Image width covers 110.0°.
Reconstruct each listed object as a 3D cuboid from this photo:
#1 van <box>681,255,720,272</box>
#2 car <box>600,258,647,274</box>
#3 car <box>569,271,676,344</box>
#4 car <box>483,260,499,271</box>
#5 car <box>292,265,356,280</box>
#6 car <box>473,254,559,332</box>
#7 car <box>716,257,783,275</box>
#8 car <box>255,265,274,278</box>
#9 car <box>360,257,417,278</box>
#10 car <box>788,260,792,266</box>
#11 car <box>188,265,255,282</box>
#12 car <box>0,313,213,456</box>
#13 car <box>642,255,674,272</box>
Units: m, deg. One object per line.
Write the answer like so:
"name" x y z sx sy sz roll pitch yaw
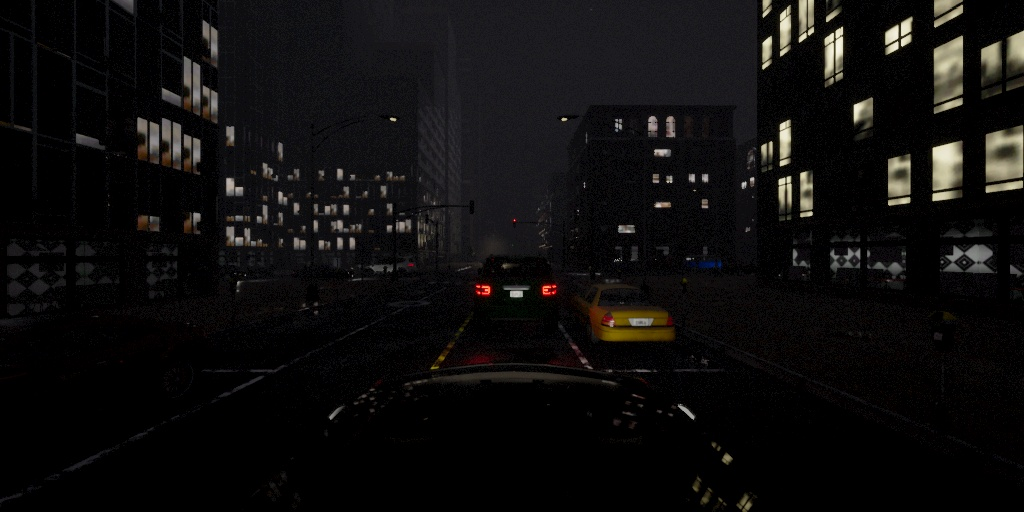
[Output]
"van" 20.959 0.800 39.703 3.998 1.789 1.690 0 0 -1
"car" 11.313 1.149 37.256 4.181 1.385 1.994 -1 0 2
"car" 2.561 1.275 9.429 1.751 1.417 4.829 0 0 0
"car" -2.861 1.299 50.632 2.033 1.411 5.357 0 0 -1
"car" -17.707 1.515 33.824 5.357 1.411 2.033 -1 0 -1
"car" 0.094 0.971 10.983 2.150 2.045 5.566 0 0 0
"car" 21.071 1.019 31.823 4.507 1.381 1.888 0 0 -1
"car" -28.422 1.648 39.064 4.403 1.370 2.007 0 0 -1
"car" -12.633 1.115 36.843 5.566 2.045 2.150 -1 0 -1
"car" 27.172 0.935 37.300 5.357 1.411 2.033 -1 0 -1
"car" -27.521 1.602 33.694 4.892 1.490 1.837 -1 0 -1
"car" -5.316 1.332 3.695 1.802 1.307 4.207 0 0 0
"car" 15.304 0.844 39.641 5.009 1.841 2.192 0 0 -1
